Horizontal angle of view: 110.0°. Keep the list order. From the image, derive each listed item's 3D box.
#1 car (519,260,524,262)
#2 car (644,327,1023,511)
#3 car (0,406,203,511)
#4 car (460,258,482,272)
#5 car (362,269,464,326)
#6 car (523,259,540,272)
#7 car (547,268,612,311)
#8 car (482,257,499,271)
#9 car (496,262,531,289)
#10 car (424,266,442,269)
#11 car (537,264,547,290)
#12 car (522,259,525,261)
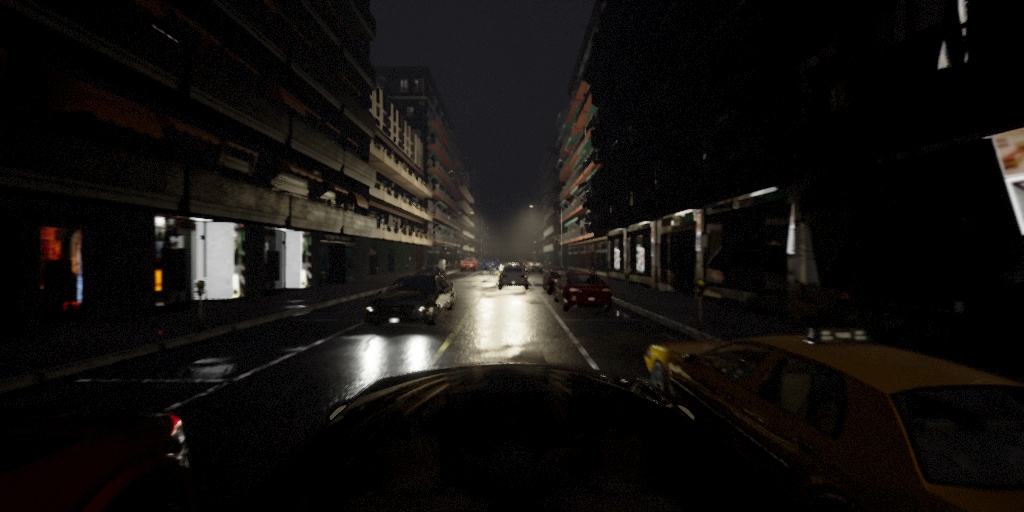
[{"bbox_3d":[0.085,1.449,39.480,1.895,1.301,4.718,0,0,0],"label":"car"},{"bbox_3d":[2.690,1.277,3.207,1.751,1.417,4.829,0,0,0],"label":"car"},{"bbox_3d":[-3.098,1.314,0.677,1.994,1.385,4.181,0,0,0],"label":"car"},{"bbox_3d":[-5.706,1.190,48.351,2.192,1.841,5.009,0,0,0],"label":"car"},{"bbox_3d":[-3.095,1.321,12.095,2.033,1.411,5.357,0,0,0],"label":"car"},{"bbox_3d":[2.676,1.407,42.671,2.007,1.370,4.403,0,0,0],"label":"car"},{"bbox_3d":[2.686,1.322,14.359,1.888,1.381,4.507,0,0,0],"label":"car"},{"bbox_3d":[-3.086,1.110,53.441,2.150,2.045,5.566,0,0,0],"label":"car"},{"bbox_3d":[0.096,1.328,23.320,1.812,1.442,4.674,0,0,0],"label":"car"},{"bbox_3d":[-5.698,1.394,25.701,1.802,1.307,4.207,0,0,0],"label":"car"},{"bbox_3d":[2.684,1.337,20.021,1.888,1.381,4.507,0,0,0],"label":"car"},{"bbox_3d":[2.674,1.423,48.333,2.007,1.370,4.403,0,0,0],"label":"car"}]
